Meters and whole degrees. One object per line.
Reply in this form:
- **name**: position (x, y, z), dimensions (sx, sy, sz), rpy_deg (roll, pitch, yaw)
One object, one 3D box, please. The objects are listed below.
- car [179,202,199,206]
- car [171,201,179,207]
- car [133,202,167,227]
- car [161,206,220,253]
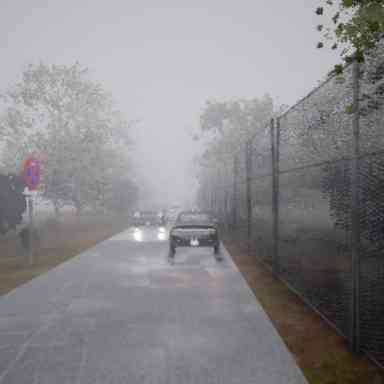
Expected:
- **car**: position (0.021, 1.849, 33.164), dimensions (2.033, 1.411, 5.357), rpy_deg (0, -1, 0)
- **car**: position (-3.072, 2.599, 65.391), dimensions (1.882, 1.535, 5.008), rpy_deg (0, -2, 0)
- **car**: position (-2.897, 1.516, 24.041), dimensions (2.097, 1.767, 4.553), rpy_deg (0, -1, 0)
- **car**: position (0.084, 1.551, 13.866), dimensions (2.128, 1.511, 4.902), rpy_deg (0, 0, 0)
